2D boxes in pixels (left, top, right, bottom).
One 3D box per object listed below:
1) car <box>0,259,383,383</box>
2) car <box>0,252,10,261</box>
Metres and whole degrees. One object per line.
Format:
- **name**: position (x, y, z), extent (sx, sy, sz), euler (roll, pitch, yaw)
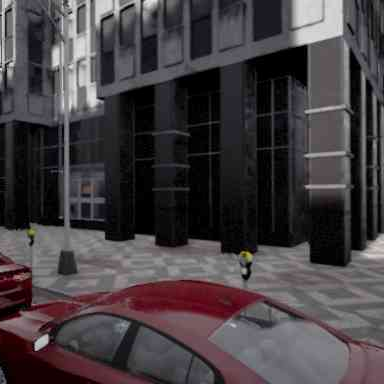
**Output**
- **car**: position (-0.315, 1.564, 3.187), extent (4.507, 1.381, 1.887), euler (-1, 0, 36)
- **car**: position (-4.905, 1.620, 6.465), extent (4.507, 1.381, 1.887), euler (-1, 0, 36)
